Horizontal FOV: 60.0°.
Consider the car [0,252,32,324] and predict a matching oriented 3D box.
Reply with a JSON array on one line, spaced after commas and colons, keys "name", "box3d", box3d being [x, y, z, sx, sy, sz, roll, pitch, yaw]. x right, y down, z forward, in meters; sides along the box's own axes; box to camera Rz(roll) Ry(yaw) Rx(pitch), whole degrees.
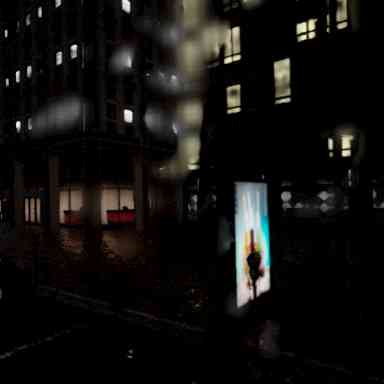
[{"name": "car", "box3d": [-4.742, 1.645, 6.275, 4.313, 1.339, 1.947, -1, -1, 36]}]
